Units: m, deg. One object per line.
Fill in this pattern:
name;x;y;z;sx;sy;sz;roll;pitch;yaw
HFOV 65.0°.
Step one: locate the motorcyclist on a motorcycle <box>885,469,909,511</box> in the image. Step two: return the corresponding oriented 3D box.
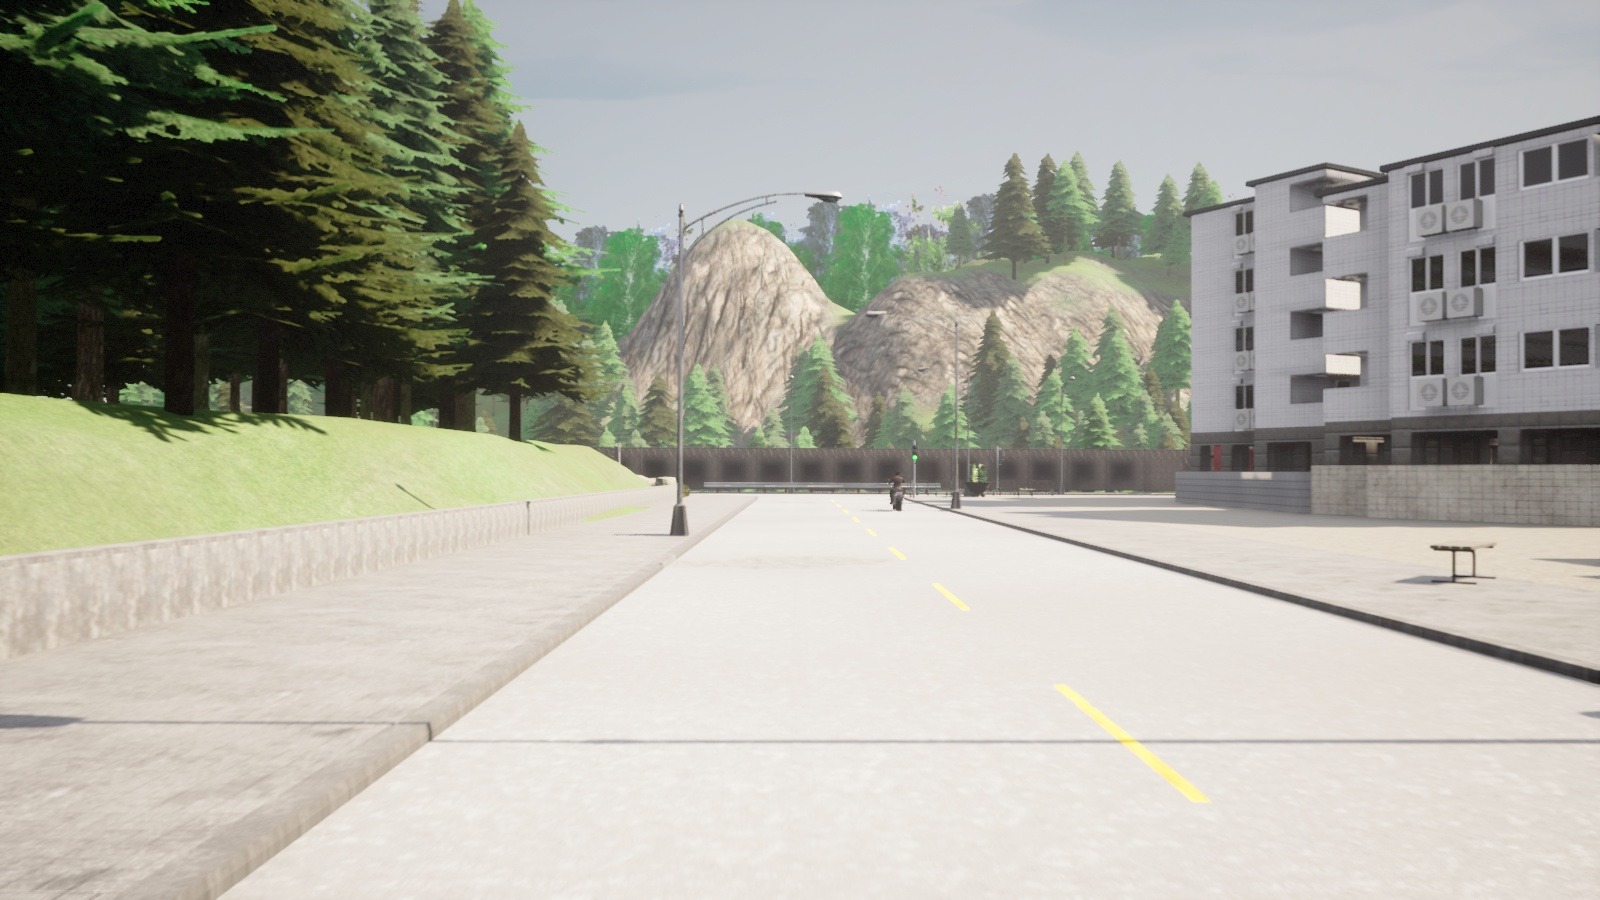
motorcyclist on a motorcycle;3.884;1.592;50.322;0.766;1.649;2.350;0;-1;0
